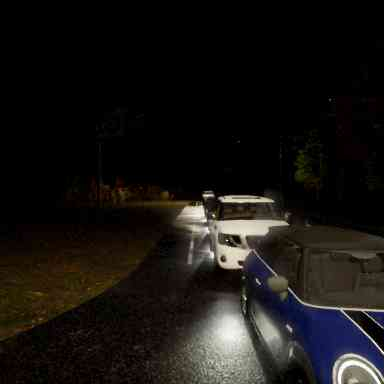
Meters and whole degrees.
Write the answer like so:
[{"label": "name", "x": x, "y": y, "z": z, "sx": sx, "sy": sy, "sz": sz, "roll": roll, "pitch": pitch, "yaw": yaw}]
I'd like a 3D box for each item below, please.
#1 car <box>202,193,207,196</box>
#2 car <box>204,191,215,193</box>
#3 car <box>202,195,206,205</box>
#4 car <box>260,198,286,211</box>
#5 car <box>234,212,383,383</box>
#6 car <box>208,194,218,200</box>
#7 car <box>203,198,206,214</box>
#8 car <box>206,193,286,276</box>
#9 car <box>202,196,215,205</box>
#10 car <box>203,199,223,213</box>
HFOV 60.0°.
[{"label": "car", "x": 2.309, "y": 1.275, "z": 41.612, "sx": 2.128, "sy": 1.511, "sz": 4.902, "roll": 0, "pitch": 0, "yaw": 1}, {"label": "car", "x": 3.080, "y": 0.890, "z": 62.949, "sx": 2.150, "sy": 2.045, "sz": 5.566, "roll": 0, "pitch": 1, "yaw": 5}, {"label": "car", "x": 2.055, "y": 1.322, "z": 29.357, "sx": 1.882, "sy": 1.535, "sz": 5.008, "roll": 0, "pitch": 0, "yaw": 1}, {"label": "car", "x": 9.233, "y": 1.402, "z": 38.200, "sx": 1.895, "sy": 1.301, "sz": 4.718, "roll": 0, "pitch": 0, "yaw": 1}, {"label": "car", "x": 1.937, "y": 1.338, "z": 4.168, "sx": 2.097, "sy": 1.767, "sz": 4.553, "roll": 0, "pitch": 0, "yaw": 0}, {"label": "car", "x": 4.922, "y": 1.189, "z": 76.845, "sx": 1.895, "sy": 1.301, "sz": 4.718, "roll": 0, "pitch": 0, "yaw": 9}, {"label": "car", "x": 1.934, "y": 1.380, "z": 23.102, "sx": 1.837, "sy": 1.490, "sz": 4.892, "roll": 0, "pitch": 0, "yaw": 1}, {"label": "car", "x": 1.699, "y": 1.160, "z": 10.514, "sx": 2.150, "sy": 2.045, "sz": 5.566, "roll": 0, "pitch": 0, "yaw": 1}, {"label": "car", "x": 2.561, "y": 1.296, "z": 51.489, "sx": 1.994, "sy": 1.385, "sz": 4.181, "roll": 0, "pitch": 0, "yaw": 2}, {"label": "car", "x": 2.176, "y": 1.415, "z": 35.445, "sx": 1.895, "sy": 1.301, "sz": 4.718, "roll": 0, "pitch": 0, "yaw": 1}]
